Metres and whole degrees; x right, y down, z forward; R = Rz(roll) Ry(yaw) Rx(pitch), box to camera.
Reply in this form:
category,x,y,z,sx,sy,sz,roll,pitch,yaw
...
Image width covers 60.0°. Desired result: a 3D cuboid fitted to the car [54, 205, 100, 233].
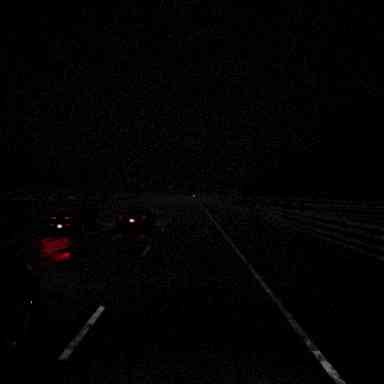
category,x,y,z,sx,sy,sz,roll,pitch,yaw
car,-6.903,1.533,19.761,1.837,1.490,4.892,0,0,0

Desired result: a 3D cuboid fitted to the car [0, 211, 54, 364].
category,x,y,z,sx,sy,sz,roll,pitch,yaw
car,-3.400,1.225,2.709,2.150,2.045,5.566,0,0,0

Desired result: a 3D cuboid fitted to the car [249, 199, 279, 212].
category,x,y,z,sx,sy,sz,roll,pitch,yaw
car,8.466,1.512,38.963,1.812,1.442,4.674,-2,1,-17

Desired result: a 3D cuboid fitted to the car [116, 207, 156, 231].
category,x,y,z,sx,sy,sz,roll,pitch,yaw
car,-3.403,1.594,20.818,1.994,1.385,4.181,0,0,0
